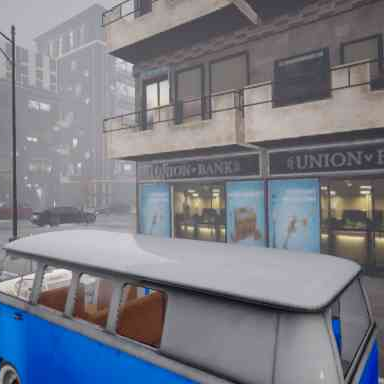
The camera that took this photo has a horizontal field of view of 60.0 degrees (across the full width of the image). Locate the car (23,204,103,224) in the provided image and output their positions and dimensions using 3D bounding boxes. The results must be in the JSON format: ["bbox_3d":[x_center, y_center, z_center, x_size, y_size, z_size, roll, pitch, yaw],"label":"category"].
[{"bbox_3d":[-8.518,1.583,22.334,1.947,1.339,4.313,-2,-1,36],"label":"car"}]

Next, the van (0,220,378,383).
[{"bbox_3d":[-0.422,1.342,3.162,3.998,1.788,1.690,0,-1,36],"label":"van"}]

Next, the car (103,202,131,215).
[{"bbox_3d":[-8.591,1.797,36.385,1.947,1.339,4.313,-2,-1,36],"label":"car"}]

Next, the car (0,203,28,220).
[{"bbox_3d":[-15.270,1.608,27.301,1.967,1.590,4.097,-2,-1,36],"label":"car"}]
